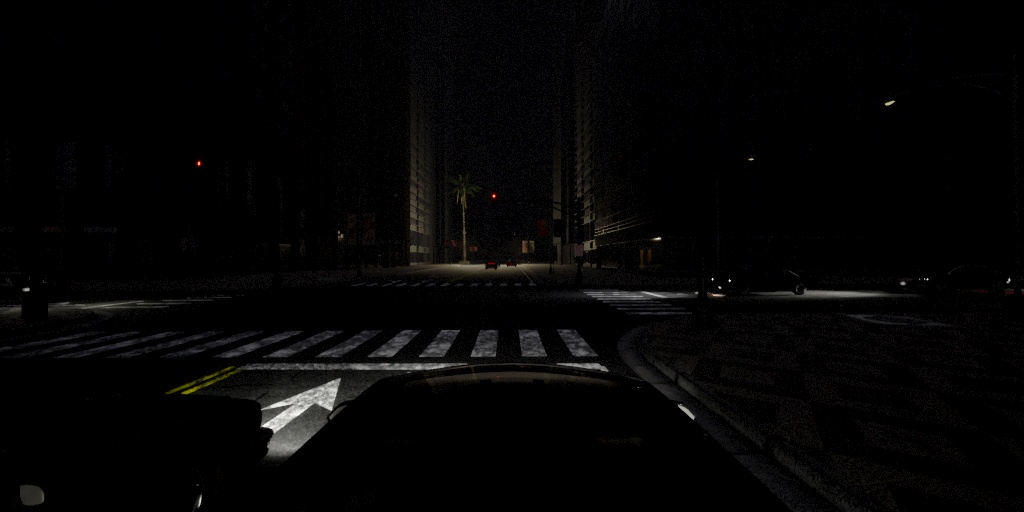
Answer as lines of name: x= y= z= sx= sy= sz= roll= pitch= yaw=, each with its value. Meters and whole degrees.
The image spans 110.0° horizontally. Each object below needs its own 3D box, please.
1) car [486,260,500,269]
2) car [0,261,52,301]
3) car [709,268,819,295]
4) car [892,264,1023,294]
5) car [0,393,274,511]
car: x=-3.268 y=1.397 z=58.615 sx=2.128 sy=1.511 sz=4.902 roll=0 pitch=0 yaw=0
car: x=-22.977 y=1.057 z=14.933 sx=5.566 sy=2.045 sz=2.150 roll=0 pitch=0 yaw=0
car: x=12.994 y=1.315 z=18.719 sx=4.718 sy=1.301 sz=1.895 roll=0 pitch=0 yaw=-2
car: x=23.000 y=1.173 z=18.887 sx=4.902 sy=1.511 sz=2.128 roll=0 pitch=0 yaw=-1
car: x=-3.175 y=1.297 z=0.693 sx=2.033 sy=1.411 sz=5.357 roll=0 pitch=0 yaw=4
